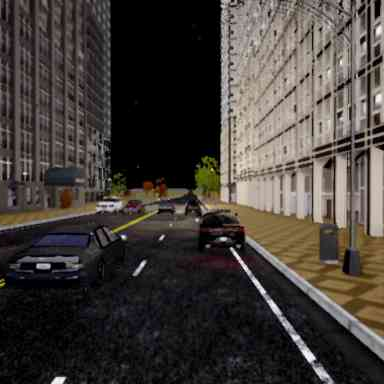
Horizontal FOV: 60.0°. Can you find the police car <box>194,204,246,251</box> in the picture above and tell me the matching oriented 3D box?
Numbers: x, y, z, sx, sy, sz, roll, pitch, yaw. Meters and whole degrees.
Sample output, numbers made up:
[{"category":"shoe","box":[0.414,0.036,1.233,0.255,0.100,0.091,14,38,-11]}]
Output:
[{"category":"police car","box":[1.172,1.560,14.913,1.930,1.638,5.238,0,-1,0]}]

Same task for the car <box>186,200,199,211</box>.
[{"category":"car","box":[0.124,1.935,49.256,1.837,1.490,4.892,0,0,0]}]

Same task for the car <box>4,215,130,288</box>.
[{"category":"car","box":[-3.129,1.638,9.534,2.033,1.411,5.357,0,0,0]}]

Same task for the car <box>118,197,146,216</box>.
[{"category":"car","box":[-6.513,1.690,37.543,2.097,1.767,4.553,0,0,0]}]

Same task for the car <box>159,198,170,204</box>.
[{"category":"car","box":[-6.332,2.076,77.917,2.033,1.411,5.357,0,0,0]}]

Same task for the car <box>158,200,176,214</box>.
[{"category":"car","box":[-3.062,1.908,40.575,2.033,1.411,5.357,0,0,0]}]

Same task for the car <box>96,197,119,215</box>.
[{"category":"car","box":[-9.759,1.583,39.740,2.150,2.045,5.566,0,-1,0]}]

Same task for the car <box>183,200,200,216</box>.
[{"category":"car","box":[0.127,1.838,37.508,1.837,1.490,4.892,0,0,1]}]
